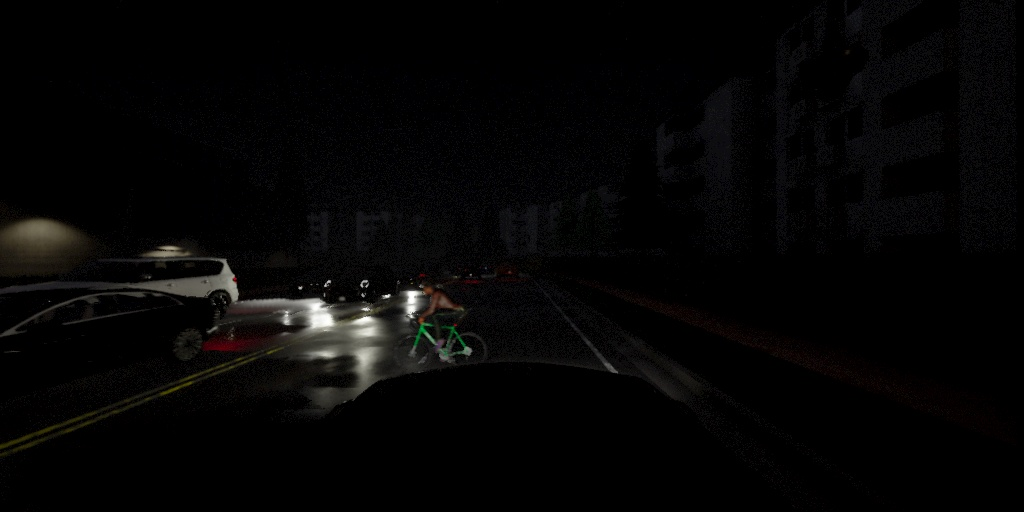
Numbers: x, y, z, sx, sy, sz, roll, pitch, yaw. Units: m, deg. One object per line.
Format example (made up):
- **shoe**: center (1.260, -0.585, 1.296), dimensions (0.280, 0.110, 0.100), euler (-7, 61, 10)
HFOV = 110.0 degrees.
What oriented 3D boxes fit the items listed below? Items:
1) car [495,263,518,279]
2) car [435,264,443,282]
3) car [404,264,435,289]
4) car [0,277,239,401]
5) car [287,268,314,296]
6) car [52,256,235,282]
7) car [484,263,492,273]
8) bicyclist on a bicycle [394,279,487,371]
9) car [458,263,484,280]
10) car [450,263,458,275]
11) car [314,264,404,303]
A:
- **car**: center (-0.597, 1.433, 36.216), dimensions (1.882, 1.535, 5.008), euler (0, -1, -8)
- **car**: center (-7.088, 1.413, 30.671), dimensions (2.128, 1.511, 4.902), euler (0, 0, -3)
- **car**: center (-6.839, 1.388, 24.262), dimensions (1.837, 1.490, 4.892), euler (0, 0, 0)
- **car**: center (-7.086, 1.264, 5.459), dimensions (2.128, 1.511, 4.902), euler (0, 0, 0)
- **car**: center (-10.498, 1.364, 20.221), dimensions (1.837, 1.490, 4.892), euler (0, 0, 0)
- **car**: center (-10.550, 1.020, 10.076), dimensions (2.150, 2.045, 5.566), euler (0, 0, 1)
- **car**: center (-4.149, 1.590, 48.221), dimensions (1.994, 1.385, 4.181), euler (0, 0, -22)
- **bicyclist on a bicycle**: center (-1.272, 1.230, 6.269), dimensions (1.656, 1.620, 0.582), euler (-2, 0, 0)
- **car**: center (-3.835, 1.443, 33.791), dimensions (1.837, 1.490, 4.892), euler (0, -1, -6)
- **car**: center (-6.494, 1.555, 45.063), dimensions (2.033, 1.411, 5.357), euler (0, 0, -21)
- **car**: center (-7.015, 1.192, 17.064), dimensions (2.097, 1.767, 4.553), euler (0, 0, 0)
